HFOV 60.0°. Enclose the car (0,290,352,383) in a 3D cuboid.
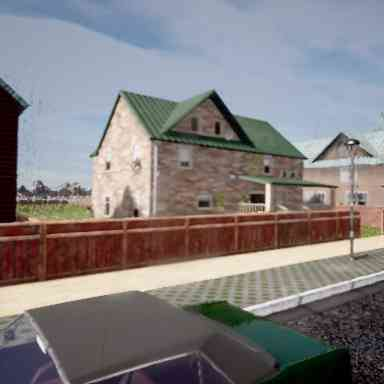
[{"bbox_3d":[-0.943,1.606,2.399,4.718,1.301,1.895,1,0,-35],"label":"car"}]
